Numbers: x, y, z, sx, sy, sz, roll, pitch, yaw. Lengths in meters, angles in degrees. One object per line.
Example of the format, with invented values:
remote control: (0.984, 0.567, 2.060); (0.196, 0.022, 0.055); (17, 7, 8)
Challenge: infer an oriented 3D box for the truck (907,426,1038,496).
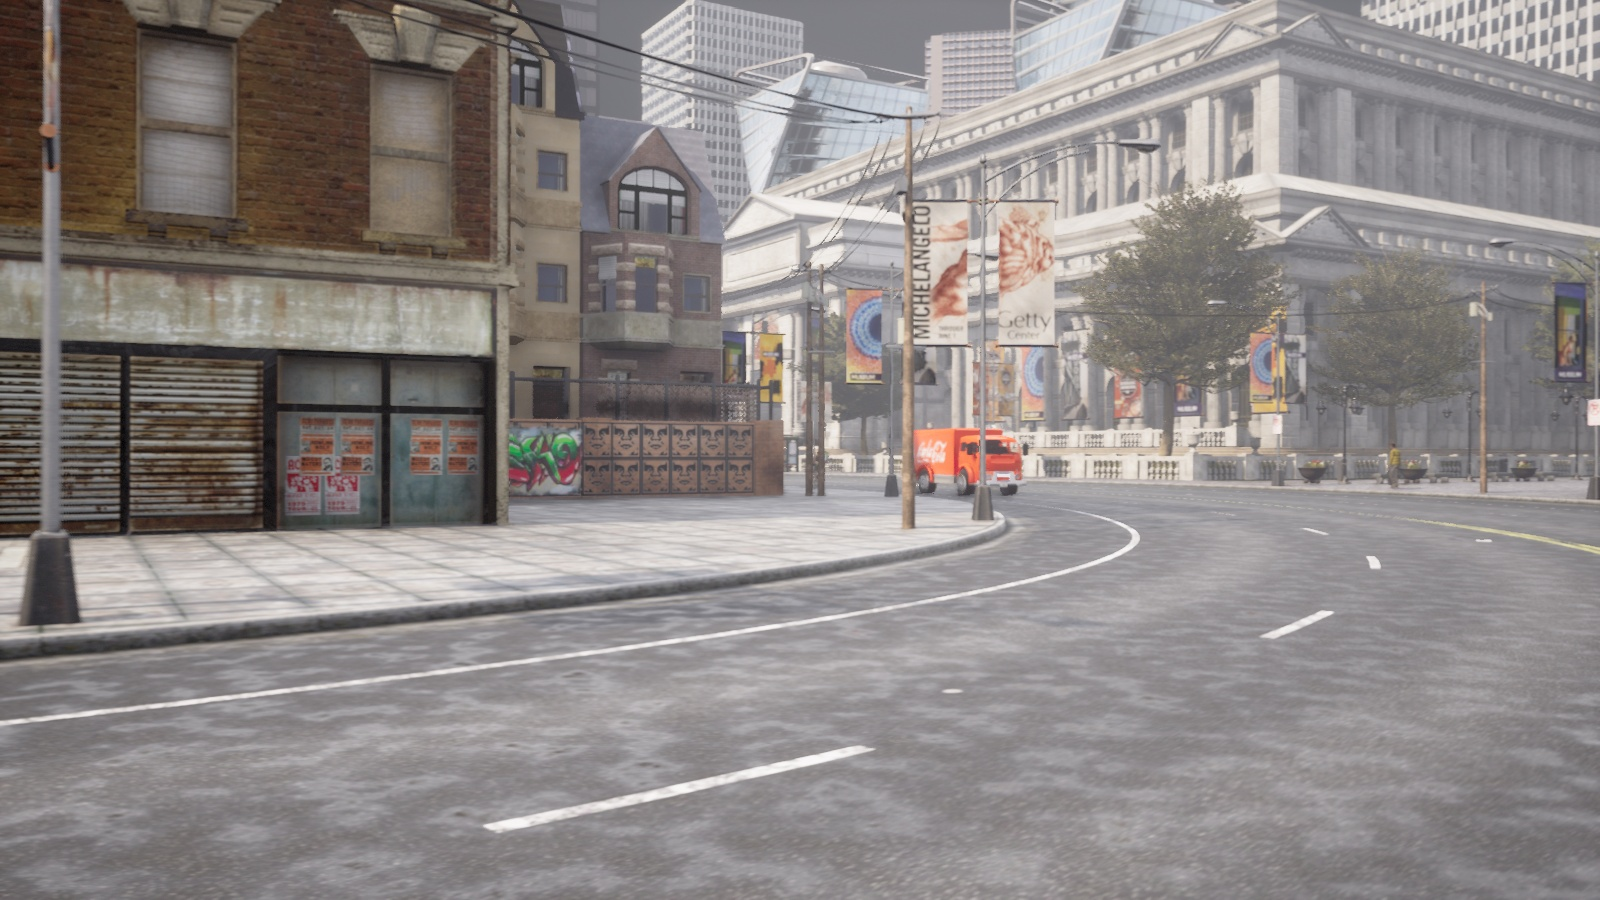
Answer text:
truck: (6.335, 0.394, 46.874); (2.627, 2.467, 5.204); (0, 0, -21)

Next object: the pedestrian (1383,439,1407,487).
pedestrian: (23.147, 0.499, 48.858); (0.431, 1.840, 0.709); (0, 0, -23)
